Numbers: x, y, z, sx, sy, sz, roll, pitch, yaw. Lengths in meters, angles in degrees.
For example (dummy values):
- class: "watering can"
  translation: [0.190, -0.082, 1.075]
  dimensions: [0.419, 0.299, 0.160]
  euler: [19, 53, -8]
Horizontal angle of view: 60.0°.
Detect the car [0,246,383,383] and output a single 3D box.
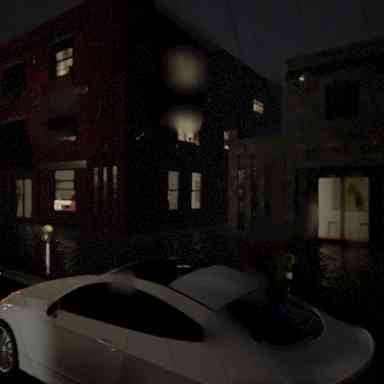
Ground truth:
- class: "car"
  translation: [-0.462, 1.500, 3.766]
  dimensions: [4.674, 1.442, 1.812]
  euler: [1, 0, 35]
